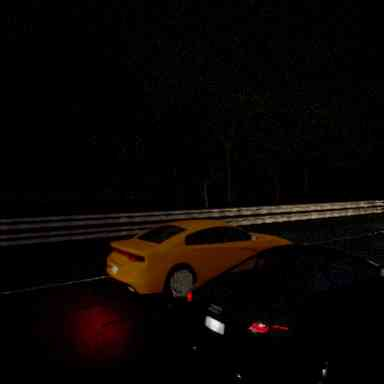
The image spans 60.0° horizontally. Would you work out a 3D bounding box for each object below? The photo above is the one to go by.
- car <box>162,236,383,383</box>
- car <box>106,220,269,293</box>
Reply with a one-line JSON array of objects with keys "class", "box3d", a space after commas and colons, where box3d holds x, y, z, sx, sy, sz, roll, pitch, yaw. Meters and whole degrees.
[{"class": "car", "box3d": [1.899, 1.531, 5.107, 4.181, 1.385, 1.994, -1, 0, -36]}, {"class": "car", "box3d": [0.409, 1.440, 8.343, 5.008, 1.535, 1.882, -1, 0, -36]}]
